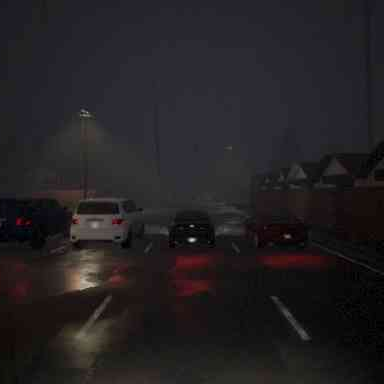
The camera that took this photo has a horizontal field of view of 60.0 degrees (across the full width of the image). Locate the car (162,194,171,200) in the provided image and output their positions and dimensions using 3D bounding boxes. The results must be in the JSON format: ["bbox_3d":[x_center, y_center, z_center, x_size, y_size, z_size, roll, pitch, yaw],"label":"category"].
[{"bbox_3d":[-7.000,1.371,91.592,2.128,1.511,4.902,0,0,0],"label":"car"}]

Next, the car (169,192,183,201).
[{"bbox_3d":[-3.500,1.107,77.872,2.150,2.045,5.566,0,0,0],"label":"car"}]

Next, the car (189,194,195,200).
[{"bbox_3d":[0.000,1.370,91.592,1.812,1.442,4.674,0,0,0],"label":"car"}]

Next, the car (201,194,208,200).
[{"bbox_3d":[3.500,1.346,91.592,1.837,1.490,4.892,0,0,0],"label":"car"}]

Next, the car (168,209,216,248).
[{"bbox_3d":[0.000,1.513,14.650,1.837,1.490,4.892,0,0,0],"label":"car"}]

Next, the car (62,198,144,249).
[{"bbox_3d":[-3.500,1.255,14.680,2.150,2.045,5.566,0,0,0],"label":"car"}]

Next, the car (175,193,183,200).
[{"bbox_3d":[-3.500,1.201,91.562,2.097,1.767,4.553,0,0,0],"label":"car"}]

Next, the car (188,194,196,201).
[{"bbox_3d":[0.000,1.494,78.287,1.895,1.301,4.718,0,0,0],"label":"car"}]

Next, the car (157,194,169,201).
[{"bbox_3d":[-7.000,1.423,78.257,1.812,1.442,4.674,0,0,0],"label":"car"}]

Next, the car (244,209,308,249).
[{"bbox_3d":[3.500,1.482,14.650,1.882,1.535,5.008,0,0,0],"label":"car"}]

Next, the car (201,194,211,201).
[{"bbox_3d":[3.500,1.423,78.257,1.812,1.442,4.674,0,0,0],"label":"car"}]

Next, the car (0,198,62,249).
[{"bbox_3d":[-7.000,1.255,14.680,2.150,2.045,5.566,0,0,0],"label":"car"}]
